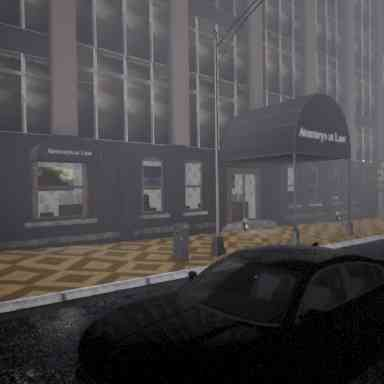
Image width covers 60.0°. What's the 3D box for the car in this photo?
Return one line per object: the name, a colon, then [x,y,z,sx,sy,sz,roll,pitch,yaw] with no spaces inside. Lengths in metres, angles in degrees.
car: [1.113,1.477,4.227,5.008,1.535,1.882,0,0,-38]
